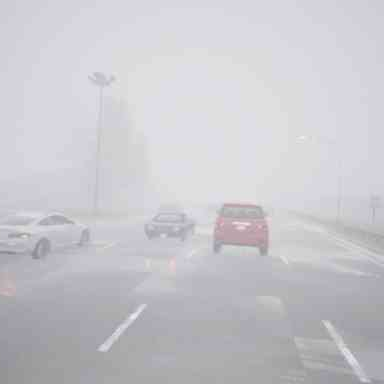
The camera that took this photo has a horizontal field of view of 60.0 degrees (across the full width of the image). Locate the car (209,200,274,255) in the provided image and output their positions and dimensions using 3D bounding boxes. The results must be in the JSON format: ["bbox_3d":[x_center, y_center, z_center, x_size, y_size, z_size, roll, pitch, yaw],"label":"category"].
[{"bbox_3d":[2.200,1.461,14.861,2.150,2.045,5.566,2,-1,9],"label":"car"}]

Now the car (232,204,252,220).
[{"bbox_3d":[5.539,2.162,36.726,1.994,1.385,4.181,2,-1,9],"label":"car"}]

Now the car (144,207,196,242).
[{"bbox_3d":[-0.961,1.728,17.421,1.895,1.301,4.718,2,-1,9],"label":"car"}]

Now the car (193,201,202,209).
[{"bbox_3d":[1.342,2.143,55.483,2.033,1.411,5.357,2,-1,9],"label":"car"}]

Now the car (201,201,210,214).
[{"bbox_3d":[2.726,1.998,41.422,1.882,1.535,5.008,2,0,9],"label":"car"}]

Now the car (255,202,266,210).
[{"bbox_3d":[13.435,2.721,65.773,1.837,1.490,4.892,2,-1,9],"label":"car"}]

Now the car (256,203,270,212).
[{"bbox_3d":[12.098,2.647,57.076,1.994,1.385,4.181,2,-1,9],"label":"car"}]

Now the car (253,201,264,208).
[{"bbox_3d":[14.704,2.775,74.017,2.128,1.511,4.902,2,-1,9],"label":"car"}]

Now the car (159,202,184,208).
[{"bbox_3d":[-2.025,1.727,33.510,2.128,1.511,4.902,2,-1,9],"label":"car"}]

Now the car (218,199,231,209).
[{"bbox_3d":[6.392,2.263,65.281,2.097,1.767,4.553,2,-1,9],"label":"car"}]

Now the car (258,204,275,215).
[{"bbox_3d":[10.640,2.491,47.570,1.994,1.385,4.181,2,-1,9],"label":"car"}]

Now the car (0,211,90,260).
[{"bbox_3d":[-5.351,1.406,11.843,1.812,1.442,4.674,2,0,9],"label":"car"}]
